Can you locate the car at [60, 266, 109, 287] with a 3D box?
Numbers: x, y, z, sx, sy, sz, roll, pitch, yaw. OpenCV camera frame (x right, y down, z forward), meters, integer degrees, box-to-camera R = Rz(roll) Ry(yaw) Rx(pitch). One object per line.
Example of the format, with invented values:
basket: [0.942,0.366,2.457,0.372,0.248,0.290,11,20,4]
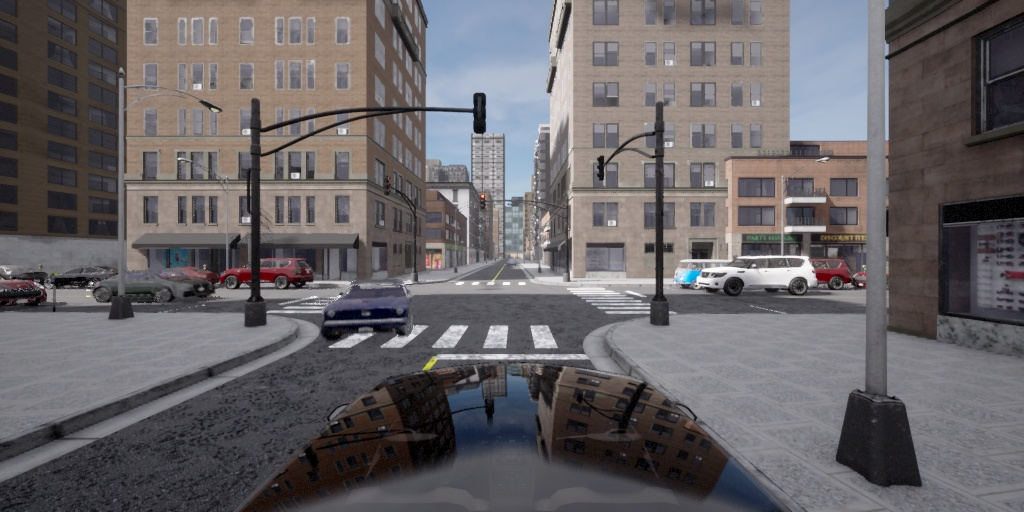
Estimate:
car: [-25.960,1.298,22.097,4.313,1.339,1.948,0,0,0]

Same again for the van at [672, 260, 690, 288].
van: [12.034,1.107,21.884,3.998,1.789,1.690,0,0,0]

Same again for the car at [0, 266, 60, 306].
car: [-20.459,1.179,13.540,4.097,1.591,1.967,0,0,0]

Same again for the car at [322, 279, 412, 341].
car: [-3.824,1.351,10.149,1.895,1.301,4.718,0,0,-15]

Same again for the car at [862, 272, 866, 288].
car: [23.226,1.215,21.821,4.097,1.591,1.967,0,0,0]

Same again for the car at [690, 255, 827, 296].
car: [12.956,0.989,19.119,5.566,2.045,2.150,0,0,0]

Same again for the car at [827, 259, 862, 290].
car: [17.630,1.085,21.853,5.009,1.841,2.192,0,0,0]

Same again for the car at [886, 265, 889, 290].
car: [22.921,1.280,19.065,4.892,1.490,1.837,0,0,0]

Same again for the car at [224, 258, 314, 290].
car: [-14.913,1.058,22.035,5.009,1.841,2.192,0,0,0]

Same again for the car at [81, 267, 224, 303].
car: [-15.932,1.307,16.084,4.181,1.385,1.994,0,0,0]
